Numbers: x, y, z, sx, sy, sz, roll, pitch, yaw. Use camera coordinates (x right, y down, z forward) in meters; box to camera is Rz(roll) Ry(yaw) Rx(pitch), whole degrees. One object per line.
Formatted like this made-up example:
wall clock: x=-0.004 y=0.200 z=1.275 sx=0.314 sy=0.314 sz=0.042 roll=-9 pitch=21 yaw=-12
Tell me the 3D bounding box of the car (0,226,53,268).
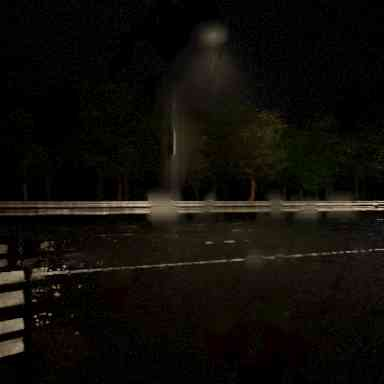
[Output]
car: x=-6.817 y=1.378 z=9.345 sx=5.357 sy=1.411 sz=2.033 roll=0 pitch=0 yaw=-21
